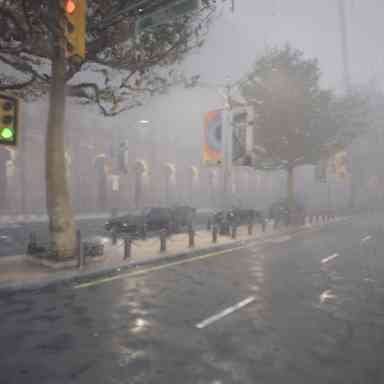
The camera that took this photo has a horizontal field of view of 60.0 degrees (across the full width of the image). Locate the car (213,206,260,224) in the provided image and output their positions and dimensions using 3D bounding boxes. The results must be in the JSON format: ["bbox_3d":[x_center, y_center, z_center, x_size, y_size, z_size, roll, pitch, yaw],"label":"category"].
[{"bbox_3d":[3.669,1.782,26.768,1.895,1.301,4.718,1,0,37],"label":"car"}]

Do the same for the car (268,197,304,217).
[{"bbox_3d":[10.131,1.590,35.354,2.150,2.045,5.566,1,0,37],"label":"car"}]

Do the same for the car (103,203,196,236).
[{"bbox_3d":[-2.332,1.555,18.765,2.033,1.411,5.357,1,0,37],"label":"car"}]
